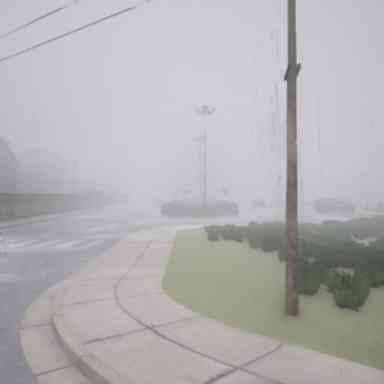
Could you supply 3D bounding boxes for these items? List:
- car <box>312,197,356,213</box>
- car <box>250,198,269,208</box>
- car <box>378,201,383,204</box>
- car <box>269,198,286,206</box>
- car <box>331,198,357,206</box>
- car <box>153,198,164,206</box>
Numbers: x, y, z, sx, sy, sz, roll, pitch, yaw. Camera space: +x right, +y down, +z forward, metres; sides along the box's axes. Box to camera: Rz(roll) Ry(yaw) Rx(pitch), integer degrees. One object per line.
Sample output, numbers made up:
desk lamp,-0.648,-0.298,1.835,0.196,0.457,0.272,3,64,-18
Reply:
car,16.346,1.558,38.411,4.605,1.855,1.932,0,0,-1
car,10.943,1.827,55.468,1.837,1.490,4.892,0,0,-2
car,29.360,1.628,48.906,3.866,1.878,1.905,0,0,-1
car,15.644,1.875,60.879,3.905,1.438,1.784,0,0,-1
car,28.478,1.884,62.370,4.193,1.474,1.816,0,0,-1
car,-6.457,1.835,64.427,2.128,1.511,4.902,0,0,-1
